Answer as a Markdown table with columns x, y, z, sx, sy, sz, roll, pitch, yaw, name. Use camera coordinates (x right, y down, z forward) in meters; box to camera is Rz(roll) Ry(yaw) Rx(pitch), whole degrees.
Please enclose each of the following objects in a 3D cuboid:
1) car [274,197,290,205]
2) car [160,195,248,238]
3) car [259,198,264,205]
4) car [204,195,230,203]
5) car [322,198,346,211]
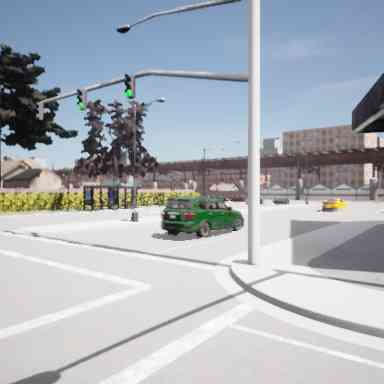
| x | y | z | sx | sy | sz | roll | pitch | yaw | name |
| --- | --- | --- | --- | --- | --- | --- | --- | --- | --- |
| 15.660 | 1.530 | 57.852 | 1.994 | 1.385 | 4.181 | 0 | 0 | 29 | car |
| 0.693 | 1.321 | 17.786 | 2.150 | 2.045 | 5.566 | 0 | -1 | 37 | car |
| 10.661 | 1.525 | 56.482 | 1.994 | 1.385 | 4.181 | 0 | 0 | 34 | car |
| 5.201 | 1.466 | 69.534 | 4.902 | 1.511 | 2.128 | 0 | 0 | 37 | car |
| 17.142 | 1.512 | 39.980 | 1.882 | 1.535 | 5.008 | 0 | -1 | 37 | car |
